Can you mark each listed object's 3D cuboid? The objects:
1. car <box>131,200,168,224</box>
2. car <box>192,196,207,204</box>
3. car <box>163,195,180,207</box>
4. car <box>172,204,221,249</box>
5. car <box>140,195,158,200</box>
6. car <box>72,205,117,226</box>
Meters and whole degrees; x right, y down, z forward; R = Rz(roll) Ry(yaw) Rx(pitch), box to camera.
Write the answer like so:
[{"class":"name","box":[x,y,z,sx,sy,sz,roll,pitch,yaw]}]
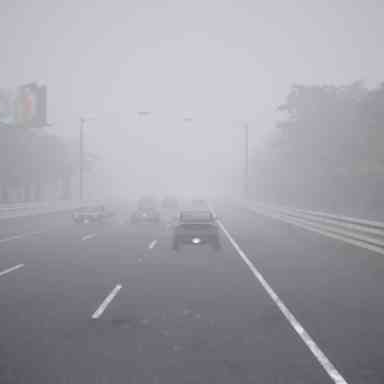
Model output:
[{"class":"car","box":[-3.151,1.543,24.264,1.994,1.385,4.181,0,0,1]},{"class":"car","box":[1.026,1.319,47.381,1.812,1.442,4.674,0,1,2]},{"class":"car","box":[-2.655,1.205,42.283,2.097,1.767,4.553,0,1,2]},{"class":"car","box":[0.186,1.498,14.375,1.837,1.490,4.892,0,0,1]},{"class":"car","box":[-6.010,1.146,46.428,2.097,1.767,4.553,0,1,2]},{"class":"car","box":[-6.676,1.576,23.347,1.895,1.301,4.718,0,0,1]}]
